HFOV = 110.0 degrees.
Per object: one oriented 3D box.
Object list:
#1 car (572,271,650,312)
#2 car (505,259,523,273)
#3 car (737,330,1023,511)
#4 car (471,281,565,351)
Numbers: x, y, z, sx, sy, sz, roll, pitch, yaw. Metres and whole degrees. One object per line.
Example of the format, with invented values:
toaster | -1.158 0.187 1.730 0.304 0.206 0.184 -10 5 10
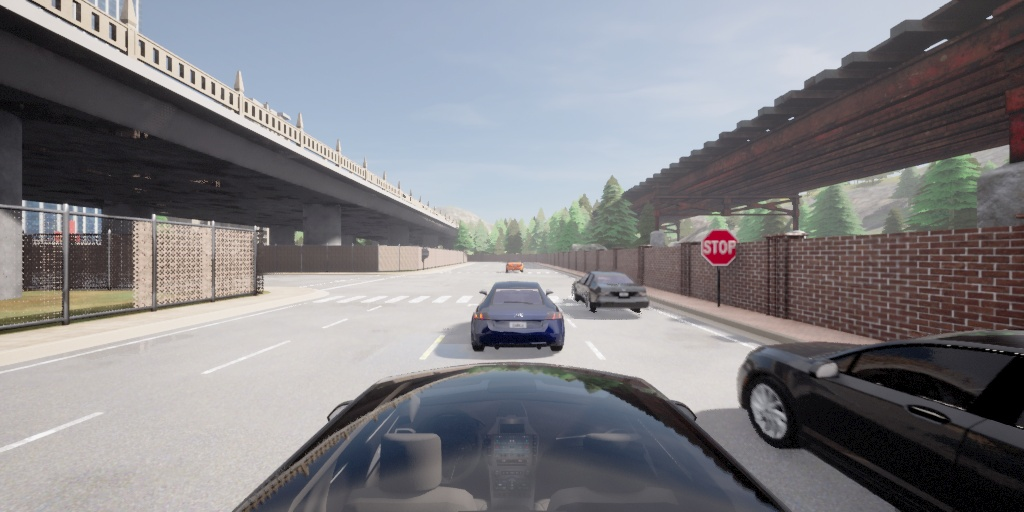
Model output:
car | 3.636 1.297 14.107 2.033 1.411 5.357 0 0 0
car | 0.279 1.102 44.570 2.097 1.767 4.553 0 0 -1
car | 3.600 1.256 2.307 1.837 1.490 4.892 0 0 0
car | 0.116 1.314 8.993 1.994 1.385 4.181 0 0 0
